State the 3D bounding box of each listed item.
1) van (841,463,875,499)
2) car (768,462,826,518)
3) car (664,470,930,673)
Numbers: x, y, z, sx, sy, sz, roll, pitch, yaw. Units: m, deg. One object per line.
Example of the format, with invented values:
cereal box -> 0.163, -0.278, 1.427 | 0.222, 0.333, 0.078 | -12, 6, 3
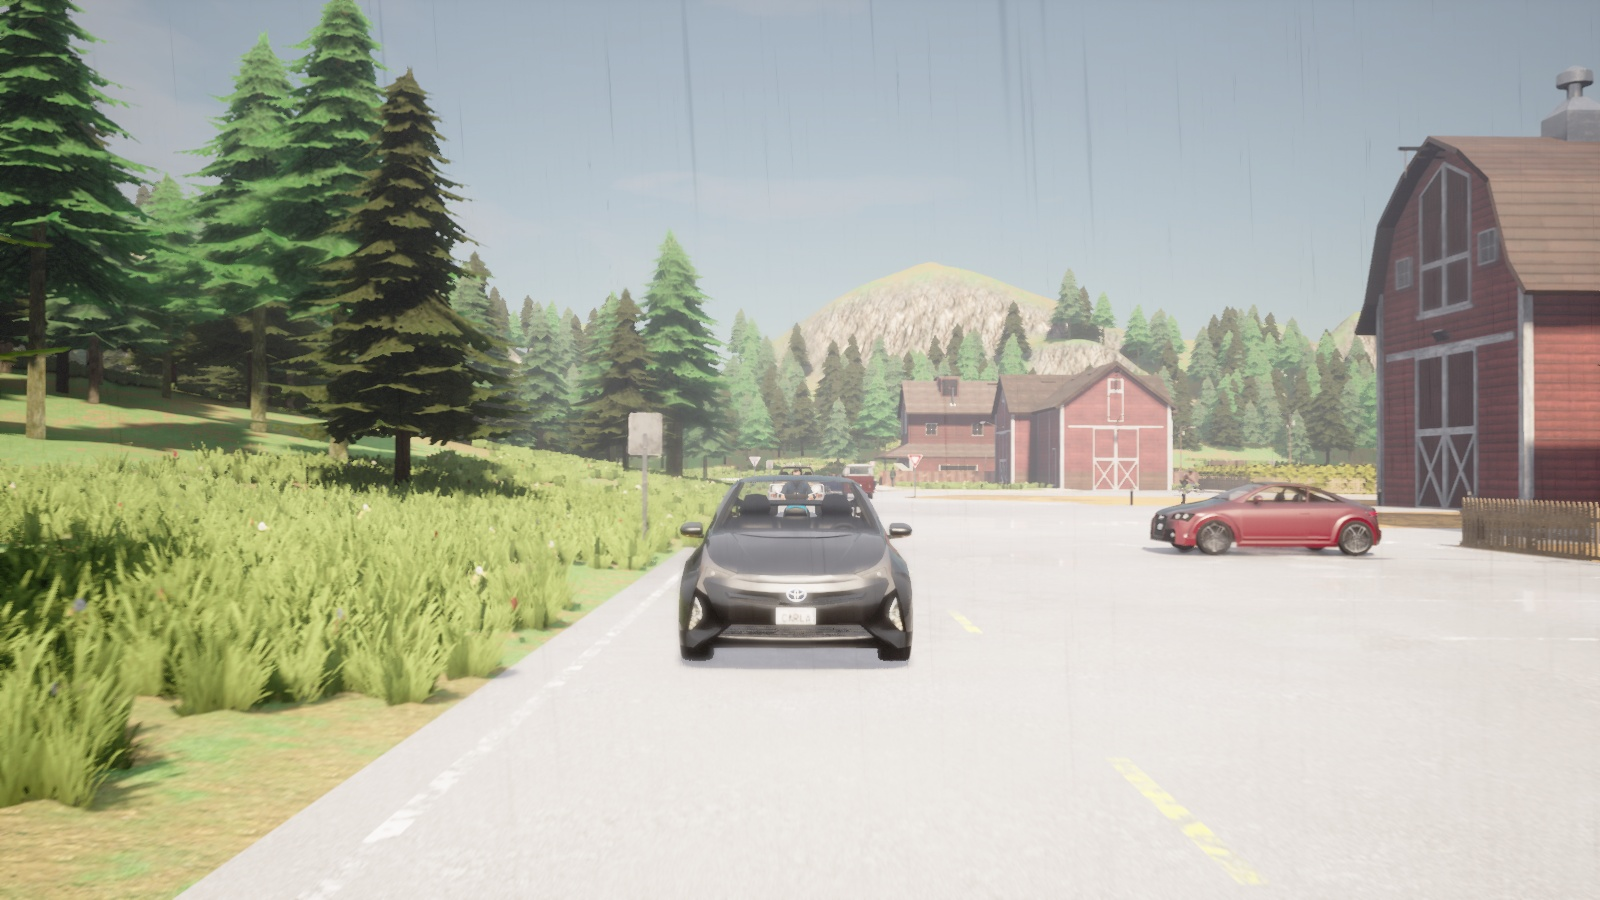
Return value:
van -> 3.324, 1.767, 72.570 | 1.775, 1.987, 4.442 | 0, -1, 0
car -> -0.107, 1.371, 44.180 | 1.932, 1.855, 4.605 | 0, -1, 0
car -> -0.029, 0.959, 11.788 | 2.007, 1.525, 4.514 | 0, -1, 0
